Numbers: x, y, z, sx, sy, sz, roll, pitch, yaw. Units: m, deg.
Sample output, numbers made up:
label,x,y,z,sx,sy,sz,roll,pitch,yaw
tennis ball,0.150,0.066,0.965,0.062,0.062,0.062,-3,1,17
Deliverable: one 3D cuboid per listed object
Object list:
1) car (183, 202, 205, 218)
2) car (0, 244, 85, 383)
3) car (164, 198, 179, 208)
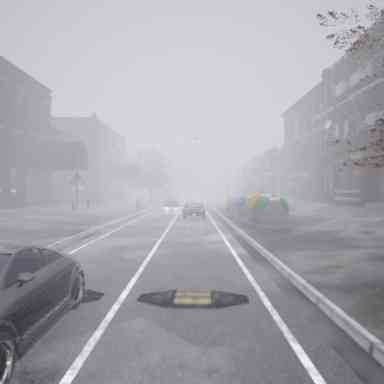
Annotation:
label,x,y,z,sx,sy,sz,roll,pitch,yaw
car,0.183,1.562,29.344,1.895,1.301,4.718,0,0,0
car,-3.086,1.522,4.860,1.994,1.385,4.181,0,1,0
car,-2.930,1.550,48.641,1.994,1.385,4.181,0,0,0
